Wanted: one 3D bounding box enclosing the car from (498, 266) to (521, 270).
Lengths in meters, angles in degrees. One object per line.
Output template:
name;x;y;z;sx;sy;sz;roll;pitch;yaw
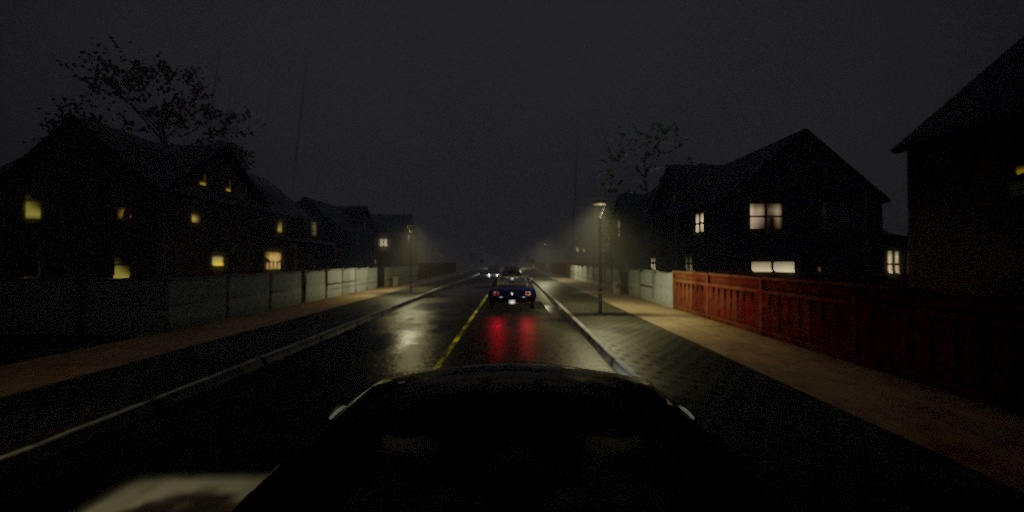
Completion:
car;0.023;1.587;31.142;1.837;1.490;4.892;0;0;0

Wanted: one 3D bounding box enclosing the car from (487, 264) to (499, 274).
car;-2.718;1.966;54.592;2.033;1.411;5.357;0;-1;0

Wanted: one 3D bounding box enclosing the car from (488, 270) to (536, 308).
car;0.010;1.489;15.946;1.895;1.301;4.718;0;-1;0
